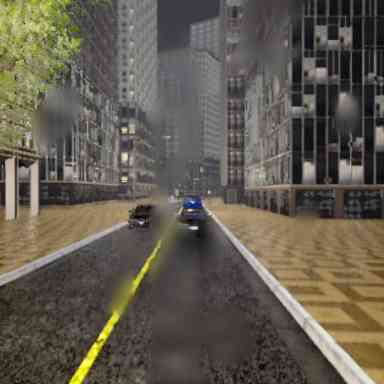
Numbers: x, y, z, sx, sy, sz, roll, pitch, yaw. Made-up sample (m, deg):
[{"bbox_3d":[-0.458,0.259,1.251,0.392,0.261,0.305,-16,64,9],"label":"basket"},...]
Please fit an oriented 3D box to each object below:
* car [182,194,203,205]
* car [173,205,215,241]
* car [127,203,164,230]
[{"bbox_3d":[0.089,1.263,38.403,2.150,2.045,5.566,0,0,0],"label":"car"},{"bbox_3d":[0.095,1.573,16.848,1.994,1.385,4.181,0,0,0],"label":"car"},{"bbox_3d":[-2.848,1.520,21.171,1.837,1.490,4.892,0,0,0],"label":"car"}]
